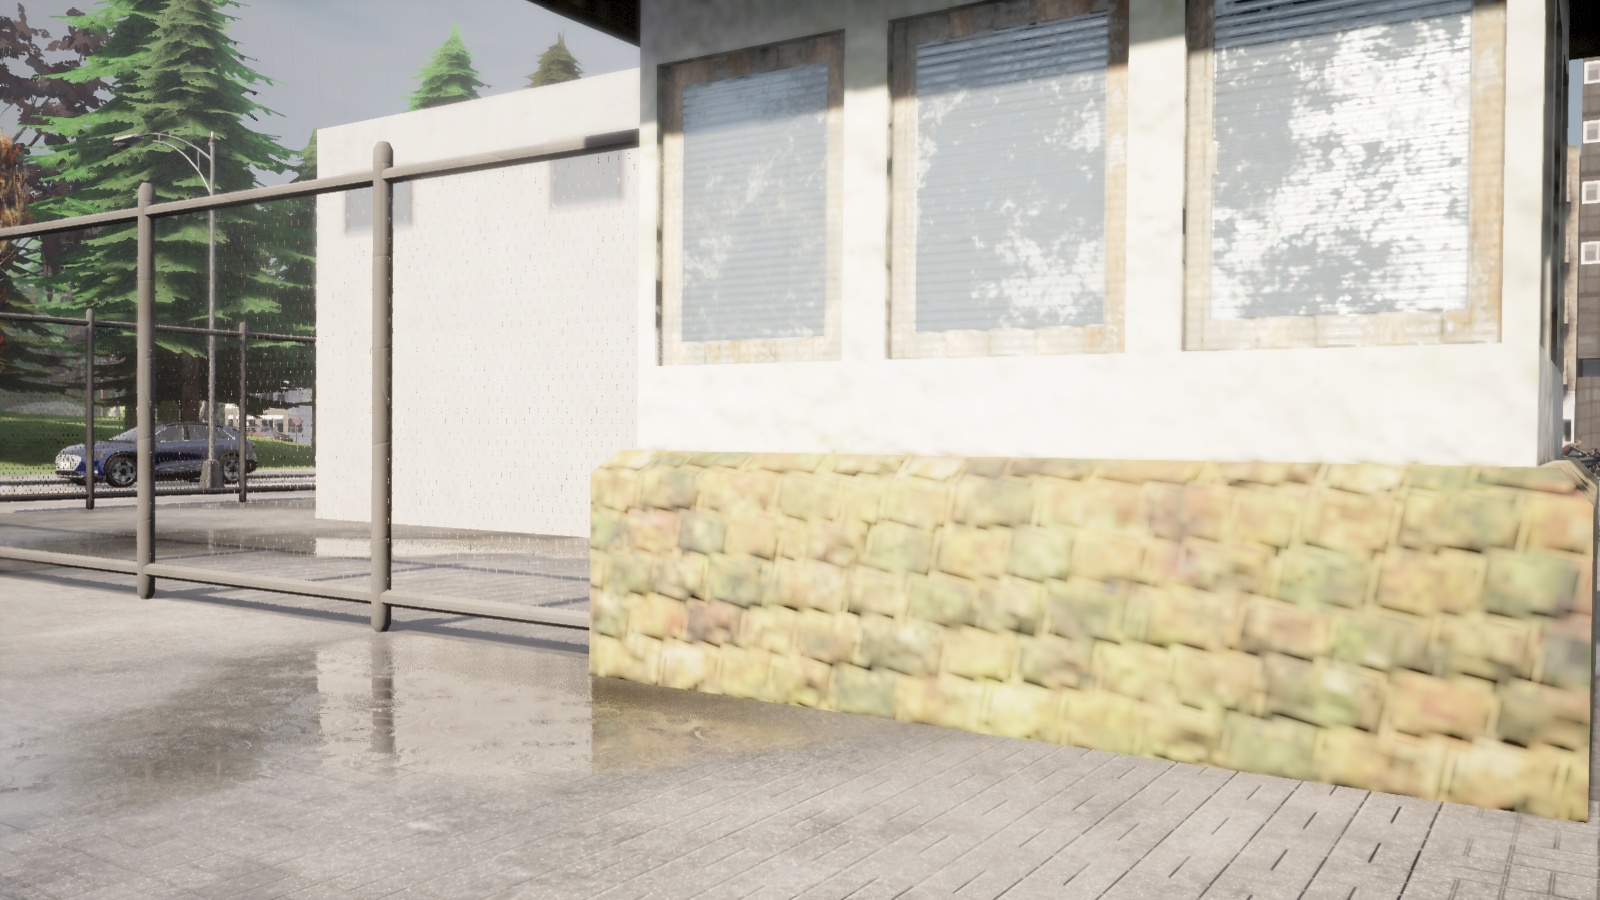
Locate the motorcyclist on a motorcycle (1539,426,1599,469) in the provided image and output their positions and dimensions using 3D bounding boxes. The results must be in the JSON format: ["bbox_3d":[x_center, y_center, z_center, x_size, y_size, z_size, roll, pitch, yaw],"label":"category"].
[{"bbox_3d":[27.890,-0.103,45.186,2.191,1.530,0.866,0,1,33],"label":"motorcyclist on a motorcycle"}]

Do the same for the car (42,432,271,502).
[{"bbox_3d":[-16.338,0.370,32.162,2.033,1.649,4.856,0,1,32],"label":"car"}]

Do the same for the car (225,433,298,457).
[{"bbox_3d":[-37.362,-0.341,87.127,5.027,1.651,2.152,0,1,33],"label":"car"}]
